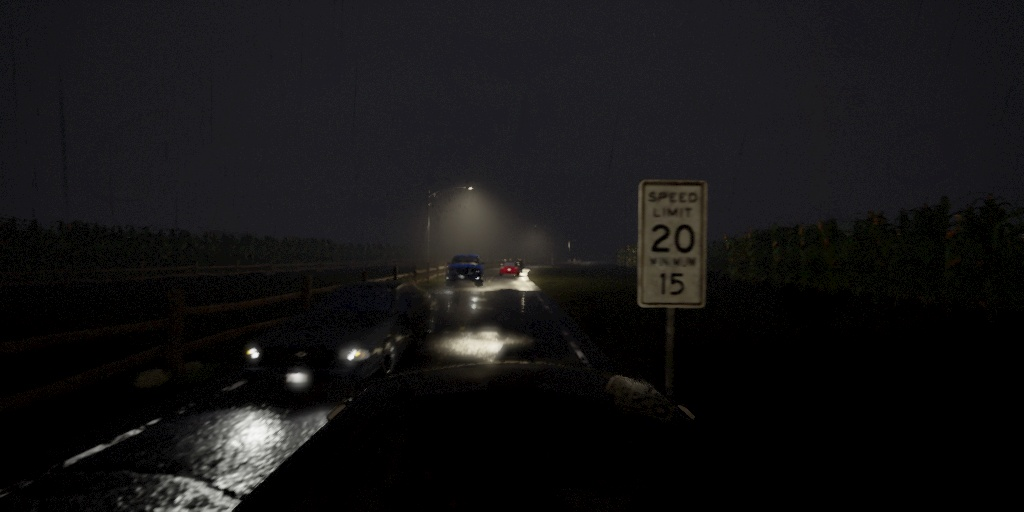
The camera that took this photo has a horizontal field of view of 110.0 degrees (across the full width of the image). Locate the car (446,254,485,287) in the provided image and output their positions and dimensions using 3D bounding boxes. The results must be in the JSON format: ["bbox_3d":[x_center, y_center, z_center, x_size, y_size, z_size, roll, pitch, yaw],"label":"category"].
[{"bbox_3d":[-3.022,0.909,24.032,2.150,2.045,5.566,1,0,-2],"label":"car"}]

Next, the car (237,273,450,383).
[{"bbox_3d":[-2.856,1.248,7.467,2.033,1.411,5.357,1,0,0],"label":"car"}]

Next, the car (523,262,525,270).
[{"bbox_3d":[0.649,1.205,49.244,2.128,1.511,4.902,1,0,7],"label":"car"}]

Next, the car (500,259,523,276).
[{"bbox_3d":[-0.202,1.281,36.675,1.994,1.385,4.181,1,0,2],"label":"car"}]
